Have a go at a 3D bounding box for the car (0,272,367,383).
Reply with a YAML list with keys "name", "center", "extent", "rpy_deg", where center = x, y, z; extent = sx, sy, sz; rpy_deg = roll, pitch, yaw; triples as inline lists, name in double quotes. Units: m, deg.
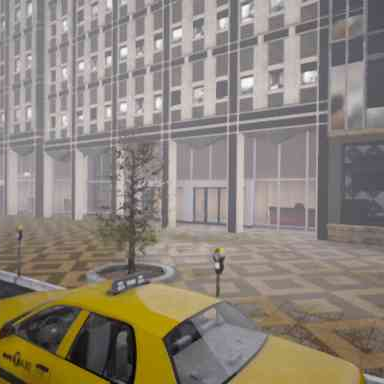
- name: "car"
  center: [-0.839, 1.522, 3.457]
  extent: [4.829, 1.417, 1.752]
  rpy_deg: [0, 1, 35]
